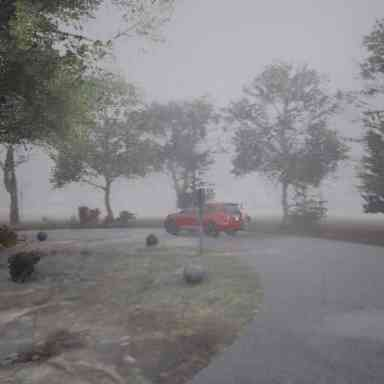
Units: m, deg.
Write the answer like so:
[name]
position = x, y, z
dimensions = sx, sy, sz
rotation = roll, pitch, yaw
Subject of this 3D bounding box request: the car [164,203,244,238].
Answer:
[car]
position = 0.670, 1.727, 21.195
dimensions = 5.566, 2.045, 2.150
rotation = -2, -3, 43
